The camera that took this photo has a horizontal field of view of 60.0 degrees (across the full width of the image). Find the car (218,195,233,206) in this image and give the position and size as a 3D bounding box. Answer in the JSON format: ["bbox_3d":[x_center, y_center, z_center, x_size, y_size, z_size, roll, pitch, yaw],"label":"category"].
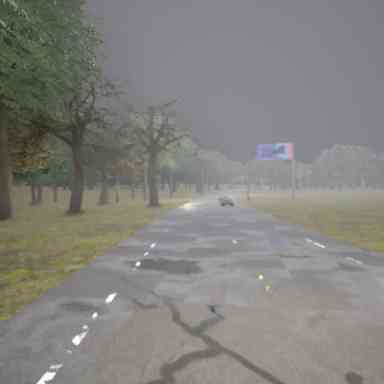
[{"bbox_3d":[5.278,1.465,50.879,1.895,1.301,4.718,0,0,4],"label":"car"}]

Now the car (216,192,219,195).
[{"bbox_3d":[6.621,1.257,70.360,1.994,1.385,4.181,0,1,5],"label":"car"}]
